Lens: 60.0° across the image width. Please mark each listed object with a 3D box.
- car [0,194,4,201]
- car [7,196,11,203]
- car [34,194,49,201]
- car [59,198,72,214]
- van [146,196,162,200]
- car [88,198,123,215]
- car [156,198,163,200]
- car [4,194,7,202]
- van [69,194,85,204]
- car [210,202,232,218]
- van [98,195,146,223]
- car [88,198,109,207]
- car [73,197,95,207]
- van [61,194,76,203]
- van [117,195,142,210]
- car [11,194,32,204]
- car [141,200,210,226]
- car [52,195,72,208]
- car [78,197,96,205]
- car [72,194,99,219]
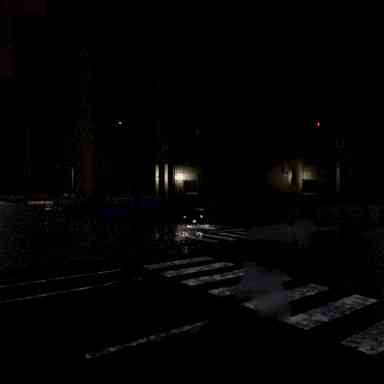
[{"bbox_3d":[-41.614,1.529,75.559,1.947,1.339,4.313,0,0,-36],"label":"car"},{"bbox_3d":[-35.005,1.403,66.325,1.967,1.590,4.097,0,0,-36],"label":"car"},{"bbox_3d":[-37.987,1.304,85.140,2.192,1.841,5.009,0,0,-36],"label":"car"},{"bbox_3d":[-11.877,1.548,34.007,1.802,1.307,4.206,0,0,-36],"label":"car"},{"bbox_3d":[-4.945,1.332,38.971,1.690,1.788,3.998,0,0,-36],"label":"van"},{"bbox_3d":[-9.156,1.452,34.793,1.882,1.535,5.008,0,0,-36],"label":"car"},{"bbox_3d":[-1.641,1.577,34.353,1.802,1.307,4.206,0,0,-36],"label":"car"},{"bbox_3d":[-38.211,1.489,70.804,1.752,1.417,4.829,0,0,-36],"label":"car"},{"bbox_3d":[-21.466,1.329,62.055,1.690,1.788,3.998,0,0,-36],"label":"van"},{"bbox_3d":[1.663,1.549,29.736,2.008,1.369,4.403,0,0,-36],"label":"car"},{"bbox_3d":[-5.268,1.314,24.774,1.690,1.788,3.998,0,0,-36],"label":"van"},{"bbox_3d":[-14.858,1.570,52.820,1.802,1.307,4.206,0,0,-36],"label":"car"},{"bbox_3d":[-16.312,1.505,50.192,1.812,1.442,4.674,0,0,-35],"label":"car"},{"bbox_3d":[-24.770,1.329,66.672,1.690,1.788,3.998,0,0,-36],"label":"van"},{"bbox_3d":[-8.249,1.330,43.587,1.690,1.788,3.998,0,0,-36],"label":"van"},{"bbox_3d":[-31.702,1.514,61.708,2.008,1.369,4.403,0,0,-36],"label":"car"},{"bbox_3d":[-1.365,1.531,23.898,2.033,1.411,5.357,0,0,-35],"label":"car"},{"bbox_3d":[-19.220,1.496,48.957,1.812,1.442,4.674,0,0,-35],"label":"car"},{"bbox_3d":[-18.162,1.570,57.438,1.802,1.307,4.206,0,0,-36],"label":"car"},{"bbox_3d":[-8.572,1.284,29.391,2.192,1.841,5.009,0,0,-36],"label":"car"}]
